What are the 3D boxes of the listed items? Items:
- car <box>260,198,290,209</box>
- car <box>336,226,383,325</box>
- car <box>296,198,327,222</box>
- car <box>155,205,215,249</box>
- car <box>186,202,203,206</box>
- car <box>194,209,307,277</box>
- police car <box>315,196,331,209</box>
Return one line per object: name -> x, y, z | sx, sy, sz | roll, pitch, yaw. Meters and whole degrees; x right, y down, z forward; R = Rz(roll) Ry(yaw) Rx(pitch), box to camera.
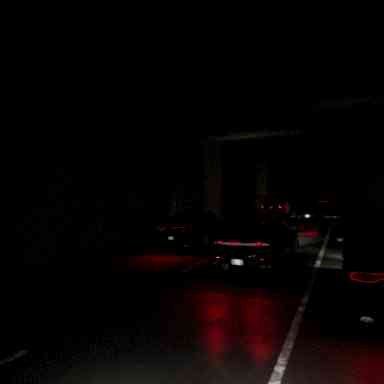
car -> 7.928, 1.363, 31.550 | 2.097, 1.767, 4.553 | -1, 0, 25
car -> 4.093, 1.425, 6.837 | 1.882, 1.535, 5.008 | -1, 0, 25
car -> 9.300, 1.451, 26.128 | 1.837, 1.490, 4.892 | -1, 0, 25
car -> 0.237, 1.563, 14.728 | 1.882, 1.535, 5.008 | -1, 0, 25
car -> 0.093, 1.844, 39.887 | 1.895, 1.301, 4.718 | -1, 0, 25
car -> 2.132, 1.508, 10.456 | 2.128, 1.511, 4.902 | -1, 0, 25
police car -> 16.543, 1.302, 42.210 | 1.930, 1.638, 5.238 | -1, 0, 25
